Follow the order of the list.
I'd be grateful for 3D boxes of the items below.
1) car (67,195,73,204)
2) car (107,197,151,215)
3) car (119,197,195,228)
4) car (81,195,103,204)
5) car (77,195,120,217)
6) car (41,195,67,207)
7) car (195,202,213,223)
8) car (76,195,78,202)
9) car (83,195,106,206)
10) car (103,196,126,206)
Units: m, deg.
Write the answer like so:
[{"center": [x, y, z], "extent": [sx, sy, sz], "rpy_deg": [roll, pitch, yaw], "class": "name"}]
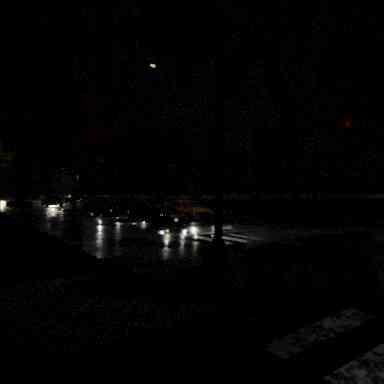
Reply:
[{"center": [-20.412, 1.182, 57.154], "extent": [2.128, 1.511, 4.902], "rpy_deg": [1, -1, -35], "class": "car"}, {"center": [-6.013, 1.253, 31.186], "extent": [2.128, 1.511, 4.902], "rpy_deg": [1, 0, -36], "class": "car"}, {"center": [-2.297, 1.265, 20.373], "extent": [2.128, 1.511, 4.902], "rpy_deg": [1, 0, -36], "class": "car"}, {"center": [-17.767, 1.302, 59.040], "extent": [2.033, 1.411, 5.357], "rpy_deg": [1, -1, -35], "class": "car"}, {"center": [-7.767, 1.213, 28.048], "extent": [1.837, 1.490, 4.892], "rpy_deg": [1, 0, -36], "class": "car"}, {"center": [-17.707, 1.105, 42.041], "extent": [1.837, 1.490, 4.892], "rpy_deg": [1, -1, -35], "class": "car"}, {"center": [-0.519, 1.305, 23.479], "extent": [1.882, 1.535, 5.008], "rpy_deg": [1, 0, -35], "class": "car"}, {"center": [-12.094, 1.236, 39.733], "extent": [2.033, 1.411, 5.357], "rpy_deg": [1, 0, -35], "class": "car"}, {"center": [-14.331, 1.216, 48.696], "extent": [1.837, 1.490, 4.892], "rpy_deg": [1, -1, -34], "class": "car"}, {"center": [-11.936, 1.336, 50.953], "extent": [1.994, 1.385, 4.181], "rpy_deg": [1, -1, -35], "class": "car"}]
